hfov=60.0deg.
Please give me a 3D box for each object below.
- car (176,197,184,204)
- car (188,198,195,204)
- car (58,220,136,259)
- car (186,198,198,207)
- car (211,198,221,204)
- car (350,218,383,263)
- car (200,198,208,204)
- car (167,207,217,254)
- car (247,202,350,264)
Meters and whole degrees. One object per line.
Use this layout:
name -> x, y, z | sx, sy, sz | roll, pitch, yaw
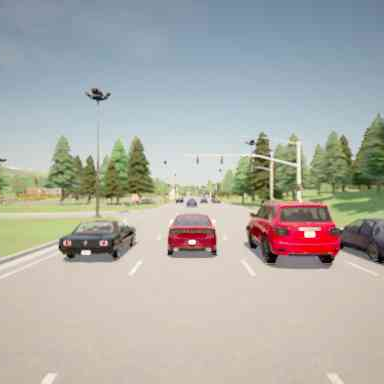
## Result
car -> -3.525, 2.488, 93.657 | 1.882, 1.535, 5.008 | 0, -1, 0
car -> -0.025, 2.488, 93.658 | 1.882, 1.535, 5.008 | 0, -1, 0
car -> -3.483, 1.746, 13.234 | 1.895, 1.301, 4.718 | 0, -1, 0
car -> -0.017, 2.038, 63.018 | 2.097, 1.767, 4.553 | 0, -1, 0
car -> 6.975, 2.535, 93.660 | 2.128, 1.511, 4.902 | 0, -1, 0
car -> 7.011, 1.685, 12.511 | 2.033, 1.411, 5.357 | 0, -1, 0
car -> 3.475, 2.540, 94.075 | 1.812, 1.442, 4.674 | 0, -1, 0
car -> 0.024, 1.634, 14.239 | 1.882, 1.535, 5.008 | 0, 0, 0
car -> 3.510, 1.363, 12.536 | 2.150, 2.045, 5.566 | 0, 0, 0
